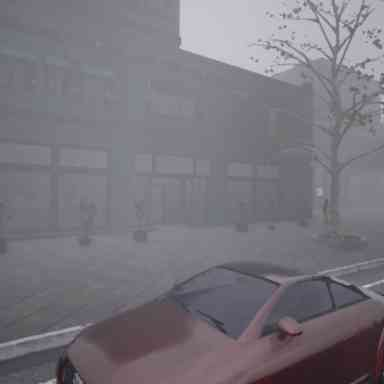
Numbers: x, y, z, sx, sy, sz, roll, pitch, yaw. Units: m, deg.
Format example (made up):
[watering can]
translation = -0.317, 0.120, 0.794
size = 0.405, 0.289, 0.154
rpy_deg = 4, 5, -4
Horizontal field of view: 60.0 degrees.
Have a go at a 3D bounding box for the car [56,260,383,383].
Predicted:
[car]
translation = 0.683, 1.582, 3.864
size = 4.181, 1.385, 1.994
rpy_deg = 1, 0, -35
